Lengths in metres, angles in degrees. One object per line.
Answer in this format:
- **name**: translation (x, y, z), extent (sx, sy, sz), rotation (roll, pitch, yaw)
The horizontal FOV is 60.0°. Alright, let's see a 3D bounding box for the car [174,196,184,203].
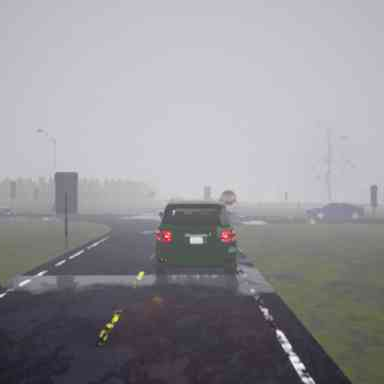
- **car**: translation (-2.735, 1.509, 70.112), extent (1.812, 1.442, 4.674), rotation (0, 0, 0)

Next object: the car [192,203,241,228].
- **car**: translation (1.784, 1.552, 22.812), extent (1.994, 1.385, 4.181), rotation (1, 0, 24)

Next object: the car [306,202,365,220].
- **car**: translation (12.874, 1.637, 30.043), extent (5.008, 1.535, 1.882), rotation (0, 1, 0)

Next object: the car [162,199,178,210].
- **car**: translation (-2.813, 1.574, 43.504), extent (1.895, 1.301, 4.718), rotation (0, 0, -1)

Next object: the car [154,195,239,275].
- **car**: translation (0.100, 1.211, 10.499), extent (2.150, 2.045, 5.566), rotation (0, 0, 0)

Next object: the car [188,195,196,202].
- **car**: translation (0.017, 1.509, 74.837), extent (1.812, 1.442, 4.674), rotation (0, 0, 0)

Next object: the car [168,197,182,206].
- **car**: translation (-2.808, 1.538, 55.581), extent (1.994, 1.385, 4.181), rotation (0, 0, 0)

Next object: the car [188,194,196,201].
- **car**: translation (0.015, 1.404, 84.840), extent (1.882, 1.535, 5.008), rotation (0, 0, 0)

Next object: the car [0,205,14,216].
- **car**: translation (-17.522, 1.305, 26.994), extent (5.357, 1.411, 2.033), rotation (1, 1, 0)
